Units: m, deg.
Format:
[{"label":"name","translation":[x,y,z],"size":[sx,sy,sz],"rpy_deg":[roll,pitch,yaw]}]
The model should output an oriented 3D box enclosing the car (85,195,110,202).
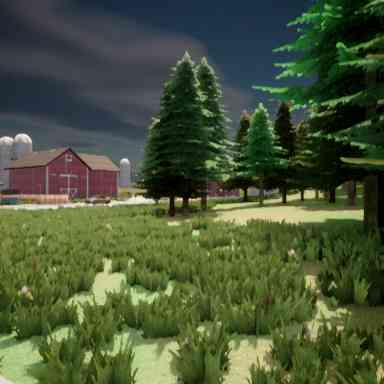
[{"label":"car","translation":[-15.268,1.272,53.923],"size":[1.816,1.474,4.193],"rpy_deg":[7,4,33]}]
